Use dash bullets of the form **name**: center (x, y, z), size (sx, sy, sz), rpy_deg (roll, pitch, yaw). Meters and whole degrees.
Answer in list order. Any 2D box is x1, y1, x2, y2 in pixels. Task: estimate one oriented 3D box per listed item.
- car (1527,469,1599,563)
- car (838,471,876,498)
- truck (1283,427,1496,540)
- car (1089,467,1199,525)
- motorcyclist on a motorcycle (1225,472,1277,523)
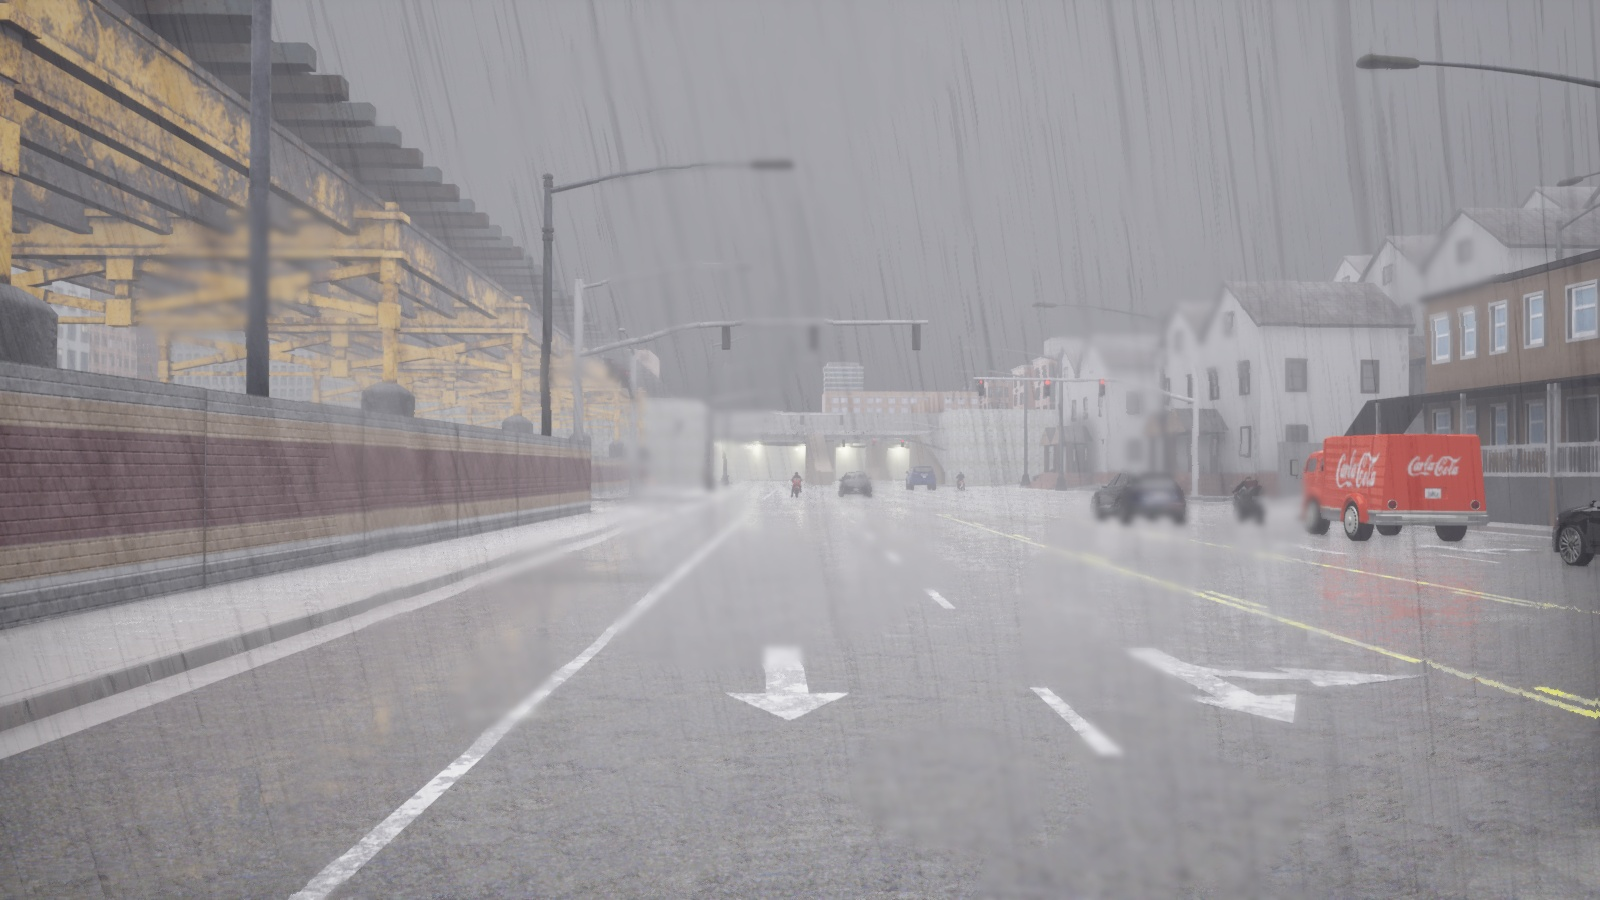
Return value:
- **car**: center (13.955, 1.047, 19.801), size (2.128, 1.511, 4.902), rpy_deg (0, -1, 0)
- **car**: center (3.323, 1.983, 73.710), size (2.007, 1.525, 4.514), rpy_deg (0, -1, 0)
- **truck**: center (13.926, 0.777, 30.126), size (2.627, 2.467, 5.204), rpy_deg (0, -1, 0)
- **car**: center (10.408, 1.346, 38.398), size (2.033, 1.649, 4.856), rpy_deg (0, -1, 0)
- **motorcyclist on a motorcycle**: center (13.872, 1.442, 38.686), size (0.866, 1.530, 2.191), rpy_deg (0, -1, 1)
